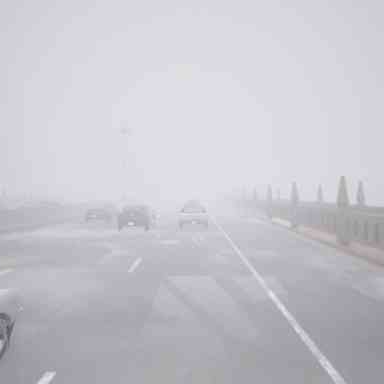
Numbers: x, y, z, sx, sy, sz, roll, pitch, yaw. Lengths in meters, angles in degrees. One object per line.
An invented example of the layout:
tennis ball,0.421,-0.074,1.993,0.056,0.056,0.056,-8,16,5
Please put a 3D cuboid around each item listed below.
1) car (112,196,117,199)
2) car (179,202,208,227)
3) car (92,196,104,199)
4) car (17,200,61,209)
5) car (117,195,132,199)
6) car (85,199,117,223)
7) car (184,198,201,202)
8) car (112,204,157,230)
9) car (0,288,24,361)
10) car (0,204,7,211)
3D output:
car,-17.484,1.565,77.774,1.994,1.385,4.181,0,0,0
car,0.100,1.605,22.926,1.895,1.301,4.718,0,0,0
car,-20.997,1.539,74.185,1.812,1.442,4.674,0,0,0
car,-14.093,1.498,31.701,2.128,1.511,4.902,0,0,0
car,-13.999,1.369,71.025,2.097,1.767,4.553,0,0,0
car,-6.899,1.531,25.781,1.812,1.442,4.674,0,0,0
car,0.098,1.512,41.571,1.837,1.490,4.892,0,0,0
car,-3.398,1.509,20.914,1.837,1.490,4.892,0,0,0
car,-3.400,1.602,2.750,1.895,1.301,4.718,0,0,0
car,-21.093,1.608,34.035,1.895,1.301,4.718,0,0,0
